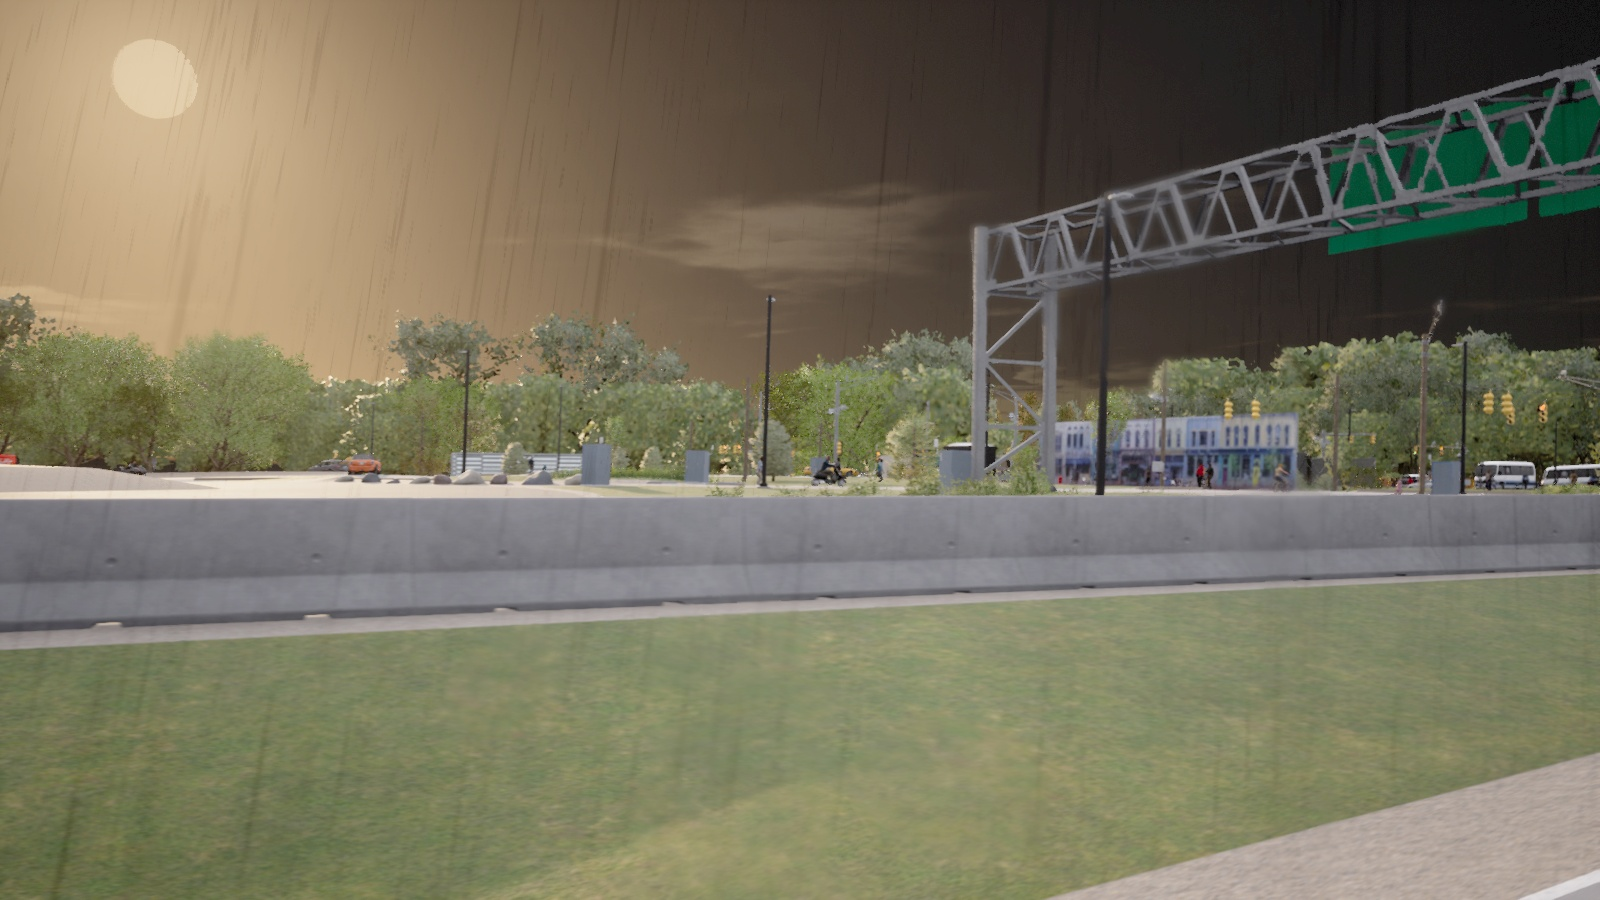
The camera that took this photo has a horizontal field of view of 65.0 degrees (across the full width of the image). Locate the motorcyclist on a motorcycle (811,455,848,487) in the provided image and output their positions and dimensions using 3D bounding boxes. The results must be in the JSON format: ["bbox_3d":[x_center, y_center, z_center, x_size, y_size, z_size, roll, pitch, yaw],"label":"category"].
[{"bbox_3d":[1.461,1.055,63.113,1.817,1.590,0.866,1,-2,-1],"label":"motorcyclist on a motorcycle"}]

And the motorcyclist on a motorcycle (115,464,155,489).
[{"bbox_3d":[-41.329,1.656,78.035,2.191,1.530,0.866,-1,2,15],"label":"motorcyclist on a motorcycle"}]
